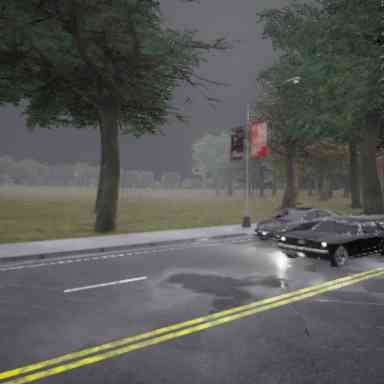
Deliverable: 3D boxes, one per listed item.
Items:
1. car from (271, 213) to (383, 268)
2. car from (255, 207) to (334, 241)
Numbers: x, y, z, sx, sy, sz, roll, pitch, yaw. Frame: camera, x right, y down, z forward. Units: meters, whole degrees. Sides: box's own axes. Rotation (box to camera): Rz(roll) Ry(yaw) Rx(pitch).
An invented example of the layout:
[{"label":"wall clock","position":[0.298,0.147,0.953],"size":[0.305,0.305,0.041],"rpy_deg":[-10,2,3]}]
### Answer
[{"label":"car","position":[5.087,1.564,11.302],"size":[4.718,1.301,1.895],"rpy_deg":[0,0,-35]},{"label":"car","position":[4.970,1.458,15.209],"size":[4.892,1.490,1.837],"rpy_deg":[0,0,-35]}]
